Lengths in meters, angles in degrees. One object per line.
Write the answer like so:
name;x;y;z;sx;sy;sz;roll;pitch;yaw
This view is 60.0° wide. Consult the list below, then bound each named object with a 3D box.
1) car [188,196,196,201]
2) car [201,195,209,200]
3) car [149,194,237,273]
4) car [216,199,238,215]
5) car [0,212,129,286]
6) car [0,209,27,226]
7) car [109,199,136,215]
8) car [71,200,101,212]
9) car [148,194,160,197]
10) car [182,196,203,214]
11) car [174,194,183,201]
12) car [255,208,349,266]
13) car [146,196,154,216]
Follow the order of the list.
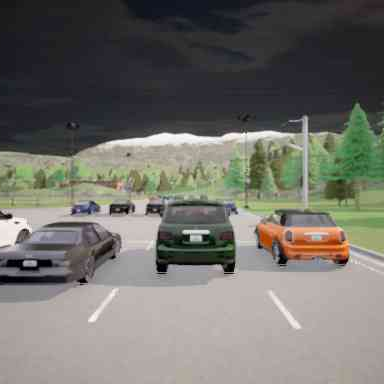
car;-0.013;1.586;80.954;1.895;1.301;4.718;0;0;0
car;3.485;1.529;92.806;2.033;1.411;5.357;0;0;0
car;0.098;1.220;10.757;2.150;2.045;5.566;0;0;0
car;3.597;1.522;34.998;1.812;1.442;4.674;0;0;0
car;-3.402;1.546;9.491;2.033;1.411;5.357;0;0;0
car;-6.901;1.222;9.787;2.150;2.045;5.566;0;0;0
car;-6.905;1.474;33.297;1.882;1.535;5.008;0;0;0
car;-10.403;1.522;32.799;1.812;1.442;4.674;0;0;0
car;-10.514;1.345;88.982;2.097;1.767;4.553;0;0;0
car;0.096;1.348;35.448;2.097;1.767;4.553;0;0;0
car;-3.514;1.346;85.325;2.097;1.767;4.553;0;0;0
car;3.597;1.350;11.731;2.097;1.767;4.553;0;0;0
car;-3.405;1.474;33.060;1.882;1.535;5.008;0;0;0
